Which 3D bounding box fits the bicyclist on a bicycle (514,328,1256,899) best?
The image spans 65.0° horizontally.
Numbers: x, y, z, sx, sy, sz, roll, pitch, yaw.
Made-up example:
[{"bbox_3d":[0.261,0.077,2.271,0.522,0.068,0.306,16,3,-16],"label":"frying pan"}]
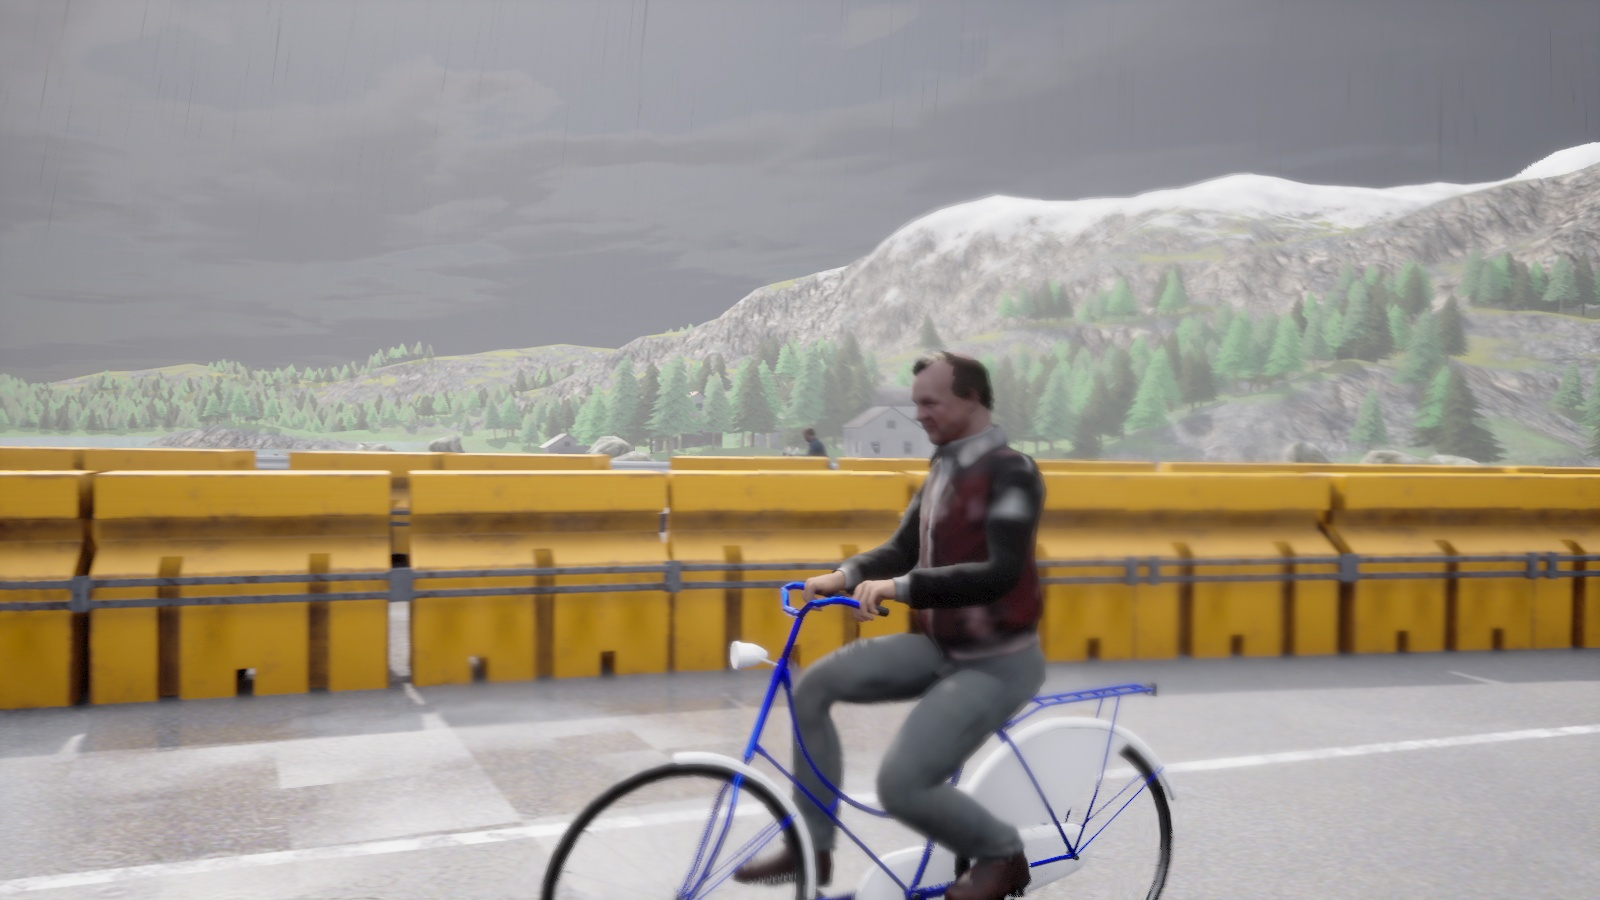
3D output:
[{"bbox_3d":[0.234,0.611,3.326,1.843,1.776,0.659,-1,1,-20],"label":"bicyclist on a bicycle"}]
